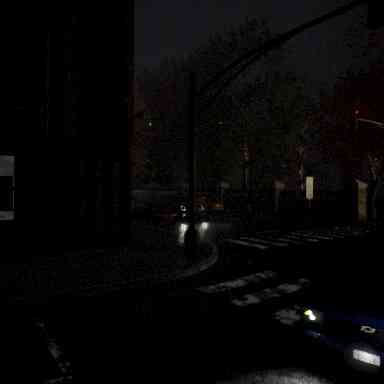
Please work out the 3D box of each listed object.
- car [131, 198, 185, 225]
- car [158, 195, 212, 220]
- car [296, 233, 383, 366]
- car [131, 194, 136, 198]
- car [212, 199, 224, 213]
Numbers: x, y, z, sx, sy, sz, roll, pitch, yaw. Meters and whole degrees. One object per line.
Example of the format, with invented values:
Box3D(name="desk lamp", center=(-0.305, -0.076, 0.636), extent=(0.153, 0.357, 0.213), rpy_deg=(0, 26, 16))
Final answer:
Box3D(name="car", center=(-2.563, 1.257, 21.018), extent=(1.802, 1.307, 4.206), rpy_deg=(2, 0, -36))
Box3D(name="car", center=(-1.031, 1.019, 23.294), extent=(2.097, 1.767, 4.553), rpy_deg=(0, 1, -36))
Box3D(name="car", center=(3.655, 1.517, 5.992), extent=(2.033, 1.411, 5.357), rpy_deg=(1, 1, 37))
Box3D(name="car", center=(-8.815, 0.864, 43.852), extent=(2.008, 1.369, 4.403), rpy_deg=(1, 0, -36))
Box3D(name="car", center=(0.859, 1.130, 30.558), extent=(1.752, 1.417, 4.829), rpy_deg=(1, 0, -36))
